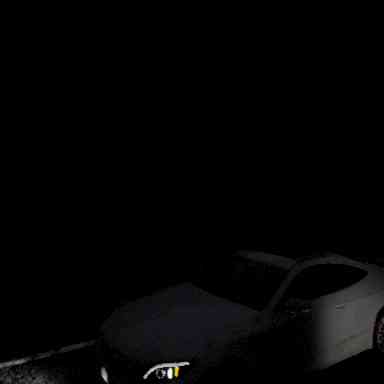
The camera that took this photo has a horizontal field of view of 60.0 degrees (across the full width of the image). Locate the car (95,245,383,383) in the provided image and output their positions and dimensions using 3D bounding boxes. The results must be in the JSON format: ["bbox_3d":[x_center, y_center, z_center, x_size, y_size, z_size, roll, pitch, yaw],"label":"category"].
[{"bbox_3d":[1.087,1.532,4.567,4.674,1.442,1.812,0,0,-33],"label":"car"}]
